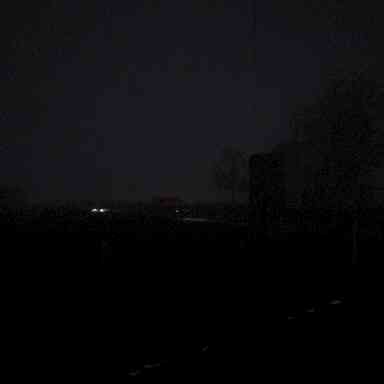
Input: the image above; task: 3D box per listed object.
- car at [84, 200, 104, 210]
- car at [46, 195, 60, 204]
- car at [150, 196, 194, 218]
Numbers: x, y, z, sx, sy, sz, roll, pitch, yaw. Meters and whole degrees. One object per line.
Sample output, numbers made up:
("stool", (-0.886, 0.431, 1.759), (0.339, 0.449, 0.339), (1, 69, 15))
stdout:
("car", (-15.081, 1.966, 51.338), (1.994, 1.385, 4.181), (1, -1, -36))
("car", (-33.330, 2.202, 80.972), (1.837, 1.490, 4.892), (1, -1, -36))
("car", (-2.125, 1.424, 33.469), (2.150, 2.045, 5.566), (1, -1, -36))
